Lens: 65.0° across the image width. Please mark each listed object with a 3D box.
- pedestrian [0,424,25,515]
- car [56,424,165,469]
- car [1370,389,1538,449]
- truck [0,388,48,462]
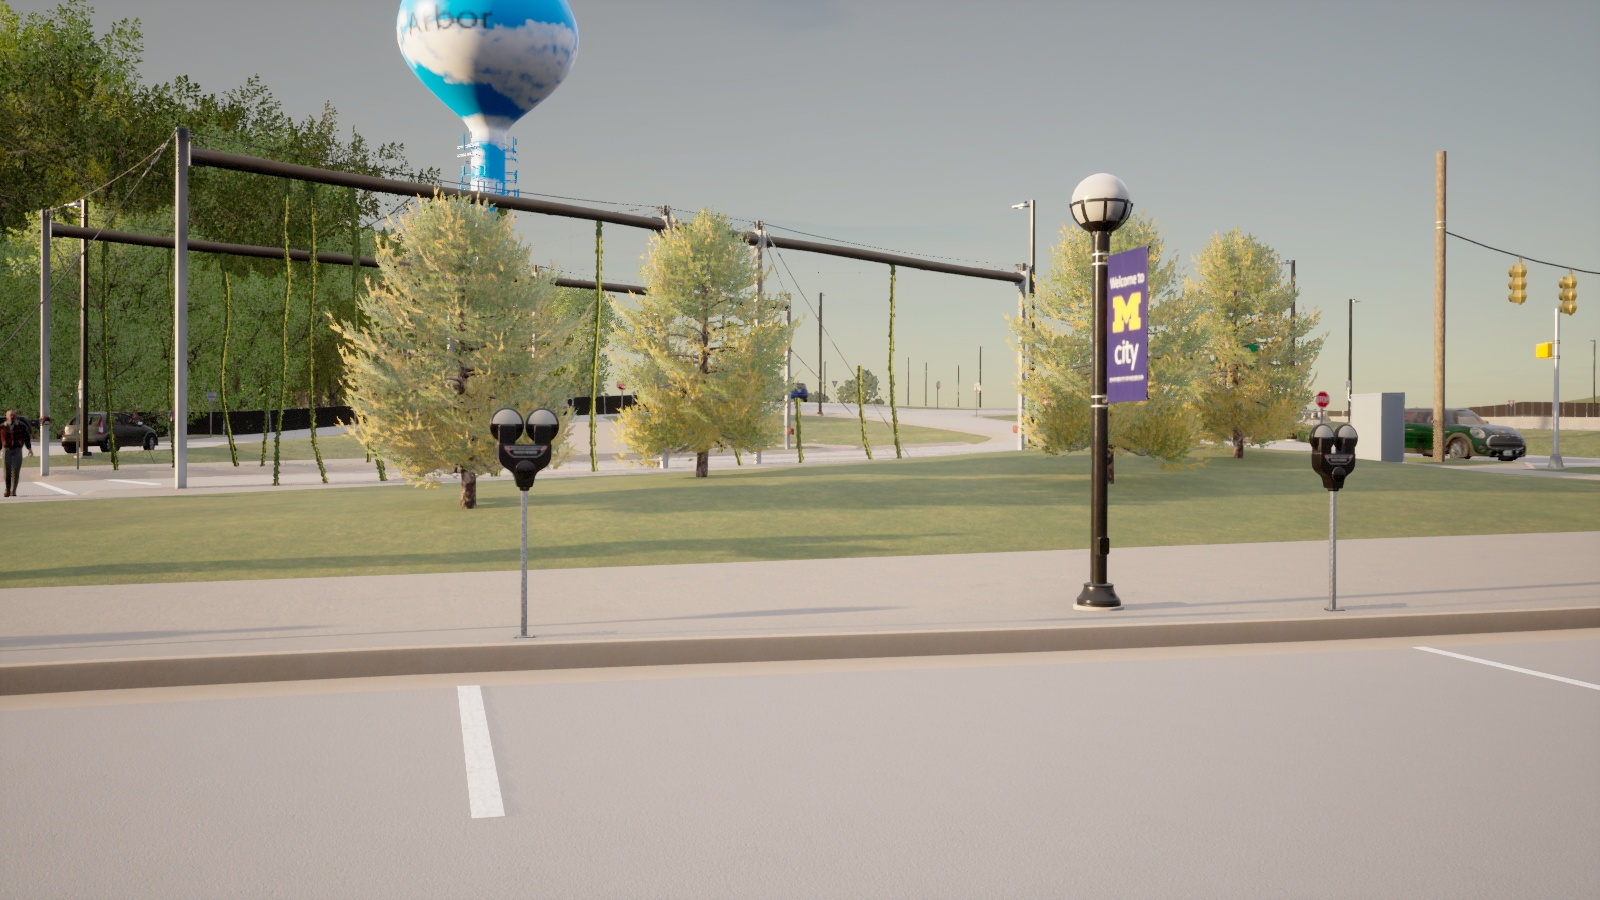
[{"bbox_3d":[-16.255,0.392,25.925,0.376,1.854,0.720,-1,0,-31],"label":"pedestrian"},{"bbox_3d":[-27.132,-0.160,49.540,1.851,1.617,3.988,-1,2,4],"label":"car"},{"bbox_3d":[20.635,-1.003,39.858,2.097,1.767,4.553,-1,2,-17],"label":"car"},{"bbox_3d":[-40.536,-1.094,59.779,7.936,3.462,2.891,-3,3,-31],"label":"truck"}]
